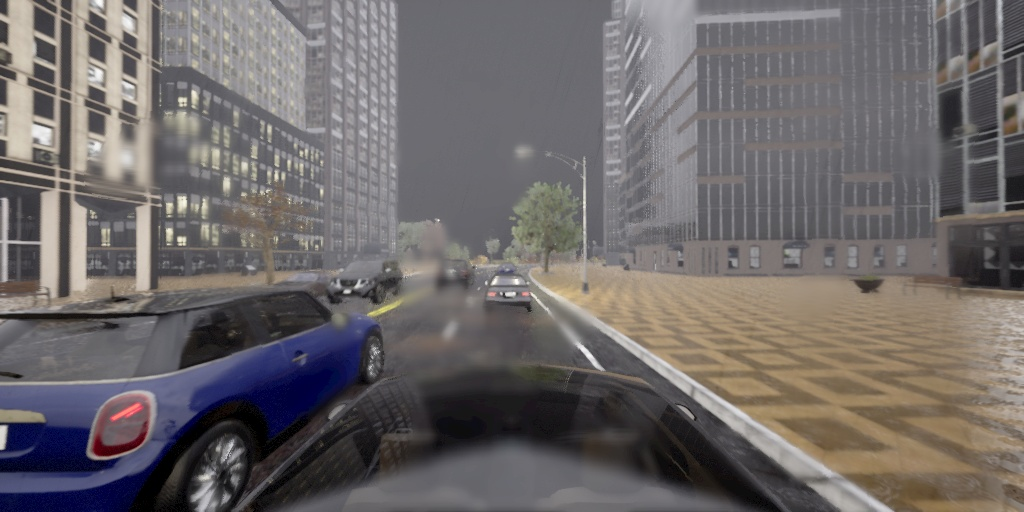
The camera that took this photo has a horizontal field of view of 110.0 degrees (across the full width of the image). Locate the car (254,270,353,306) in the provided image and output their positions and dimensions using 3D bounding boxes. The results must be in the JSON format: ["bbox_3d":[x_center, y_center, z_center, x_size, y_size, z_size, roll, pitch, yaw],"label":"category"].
[{"bbox_3d":[-10.212,1.487,18.170,2.033,1.411,5.357,0,-1,-2],"label":"car"}]

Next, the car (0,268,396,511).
[{"bbox_3d":[-3.203,1.135,4.282,2.097,1.767,4.553,0,-1,0],"label":"car"}]

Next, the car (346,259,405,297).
[{"bbox_3d":[-6.939,1.149,17.667,2.150,2.045,5.566,0,-1,-2],"label":"car"}]

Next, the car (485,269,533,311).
[{"bbox_3d":[-0.185,1.436,15.207,2.033,1.411,5.357,0,-1,-2],"label":"car"}]

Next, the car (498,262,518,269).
[{"bbox_3d":[-0.468,1.493,39.405,2.097,1.767,4.553,0,-1,1],"label":"car"}]

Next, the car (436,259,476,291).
[{"bbox_3d":[-3.706,1.210,24.256,2.150,2.045,5.566,0,-1,-2],"label":"car"}]
